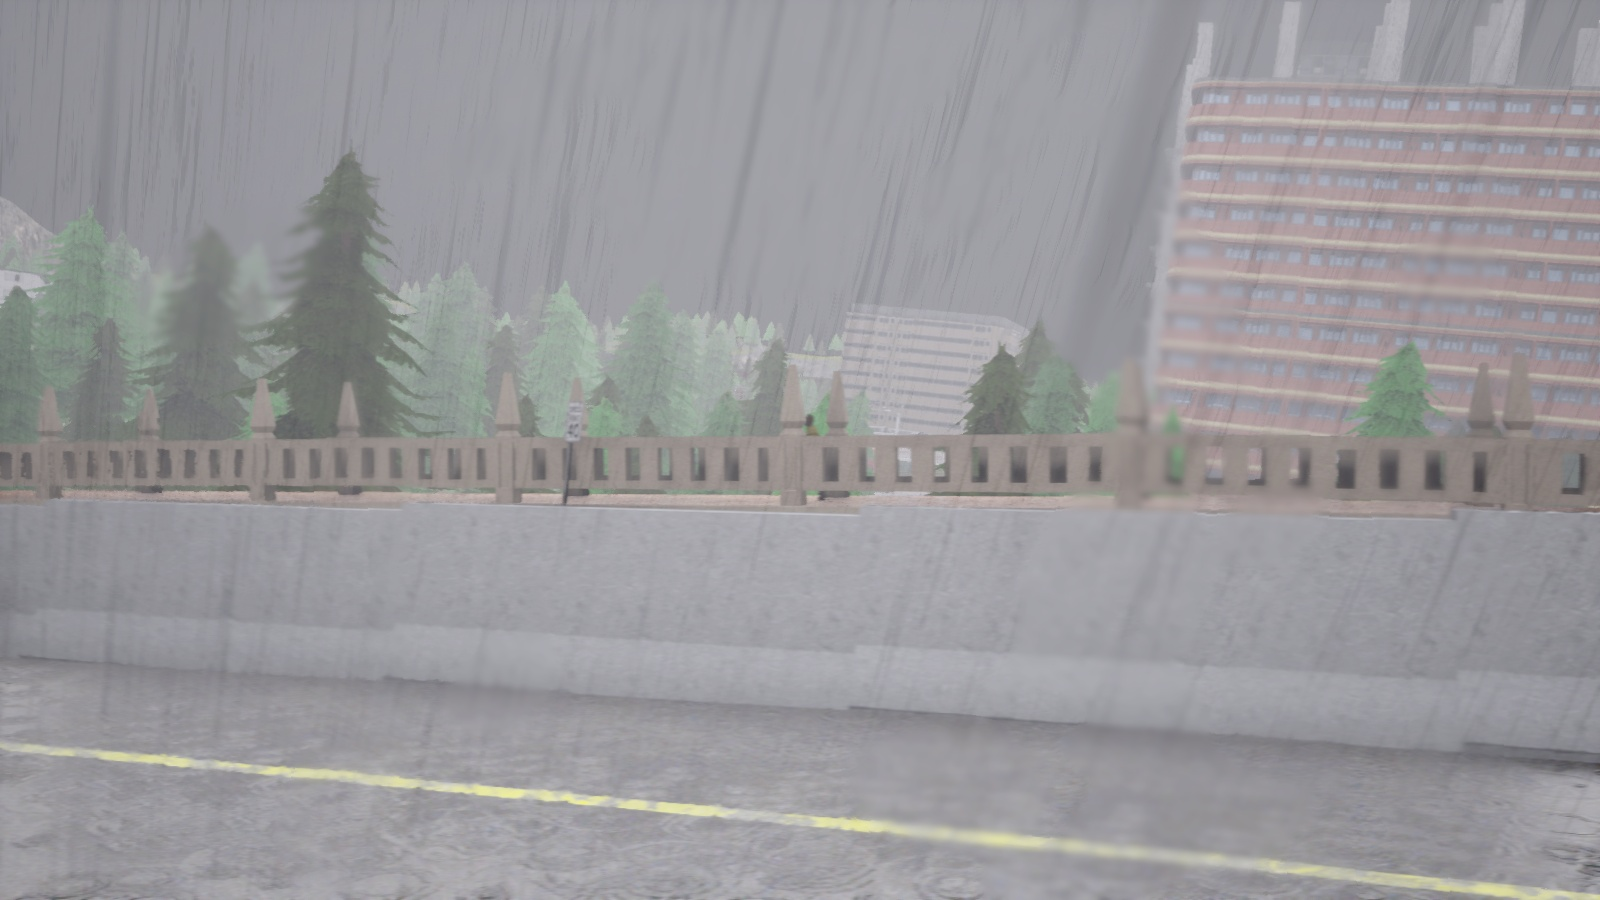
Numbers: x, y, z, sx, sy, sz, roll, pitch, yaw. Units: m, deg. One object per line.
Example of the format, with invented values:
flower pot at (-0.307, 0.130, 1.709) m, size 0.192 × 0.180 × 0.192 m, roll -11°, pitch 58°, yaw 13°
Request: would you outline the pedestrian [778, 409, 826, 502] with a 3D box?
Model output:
pedestrian at (0.041, 0.104, 26.102) m, size 0.726 × 1.835 × 0.370 m, roll 8°, pitch 3°, yaw 19°
